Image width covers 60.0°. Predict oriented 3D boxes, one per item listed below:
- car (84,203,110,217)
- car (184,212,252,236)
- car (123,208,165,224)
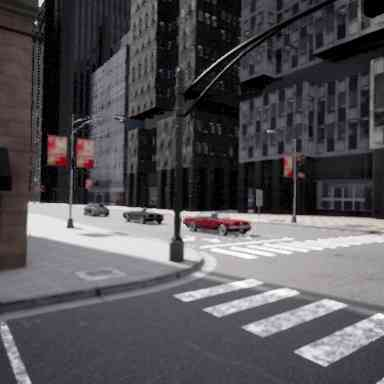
[{"bbox_3d":[-11.204,2.083,38.928,1.837,1.490,4.892,2,-2,-35],"label":"car"},{"bbox_3d":[1.571,1.951,21.060,1.895,1.301,4.718,2,-2,-36],"label":"car"},{"bbox_3d":[-4.314,2.067,29.271,1.895,1.301,4.718,2,-2,-36],"label":"car"}]
